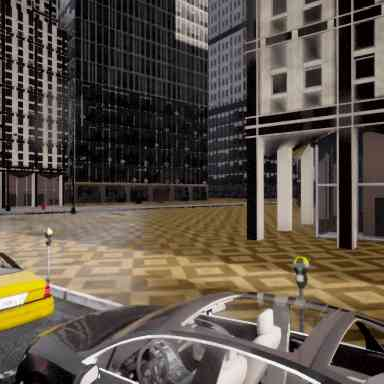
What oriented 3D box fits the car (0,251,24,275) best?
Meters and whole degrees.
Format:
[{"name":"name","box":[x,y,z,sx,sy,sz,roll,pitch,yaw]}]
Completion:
[{"name":"car","box":[-4.464,1.525,6.064,4.829,1.417,1.752,0,0,36]}]

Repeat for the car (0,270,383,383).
[{"name":"car","box":[0.290,1.551,2.670,4.403,1.369,2.008,0,0,36]}]
